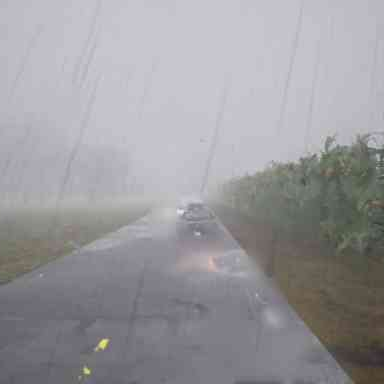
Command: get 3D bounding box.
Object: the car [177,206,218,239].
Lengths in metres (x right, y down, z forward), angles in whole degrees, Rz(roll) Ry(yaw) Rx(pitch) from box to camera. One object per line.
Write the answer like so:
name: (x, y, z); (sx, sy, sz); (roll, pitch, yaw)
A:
car: (0.287, 1.611, 17.417); (1.895, 1.301, 4.718); (0, 0, 1)

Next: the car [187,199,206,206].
car: (0.503, 1.503, 35.650); (1.882, 1.535, 5.008); (0, 0, 1)

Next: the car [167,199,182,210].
car: (-2.296, 1.638, 44.335); (1.895, 1.301, 4.718); (0, 0, 1)
